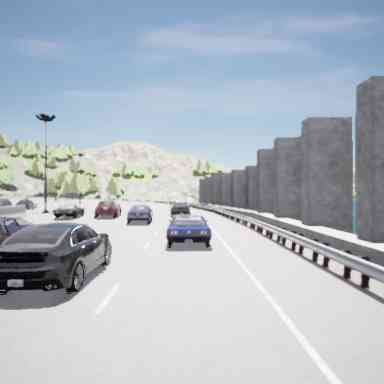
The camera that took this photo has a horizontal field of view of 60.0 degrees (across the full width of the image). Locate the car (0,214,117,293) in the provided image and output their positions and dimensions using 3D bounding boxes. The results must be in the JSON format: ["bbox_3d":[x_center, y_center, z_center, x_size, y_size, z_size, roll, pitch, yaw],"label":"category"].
[{"bbox_3d":[-3.536,1.576,9.018,1.837,1.490,4.892,0,0,-1],"label":"car"}]

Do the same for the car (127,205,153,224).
[{"bbox_3d":[-4.213,1.755,27.182,2.033,1.411,5.357,0,0,-4],"label":"car"}]

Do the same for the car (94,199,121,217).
[{"bbox_3d":[-8.282,1.606,33.097,2.097,1.767,4.553,0,0,-6],"label":"car"}]

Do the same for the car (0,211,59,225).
[{"bbox_3d":[-7.096,1.645,12.375,2.033,1.411,5.357,0,0,-1],"label":"car"}]

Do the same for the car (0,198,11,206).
[{"bbox_3d":[-28.715,1.740,50.012,2.097,1.767,4.553,0,0,-12],"label":"car"}]

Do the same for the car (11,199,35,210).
[{"bbox_3d":[-25.197,1.897,50.256,1.837,1.490,4.892,0,-1,-11],"label":"car"}]

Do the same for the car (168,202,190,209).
[{"bbox_3d":[-1.271,1.758,33.386,1.837,1.490,4.892,0,0,-6],"label":"car"}]

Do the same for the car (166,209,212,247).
[{"bbox_3d":[-0.177,1.721,15.757,1.895,1.301,4.718,0,0,-1],"label":"car"}]

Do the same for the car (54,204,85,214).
[{"bbox_3d":[-11.643,1.847,31.889,1.895,1.301,4.718,0,0,-6],"label":"car"}]
